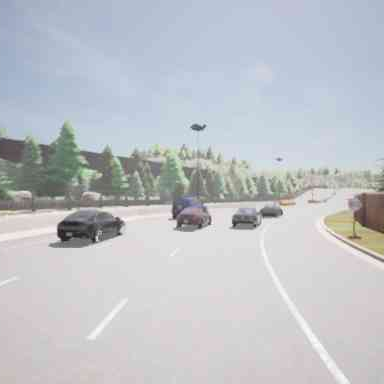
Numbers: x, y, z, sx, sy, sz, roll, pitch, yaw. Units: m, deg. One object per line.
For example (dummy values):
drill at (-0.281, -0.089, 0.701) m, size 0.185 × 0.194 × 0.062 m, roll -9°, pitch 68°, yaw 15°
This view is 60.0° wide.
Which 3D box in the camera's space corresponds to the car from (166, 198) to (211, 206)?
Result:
car at (-0.215, 1.657, 34.170) m, size 2.150 × 2.045 × 5.566 m, roll 0°, pitch -1°, yaw 21°

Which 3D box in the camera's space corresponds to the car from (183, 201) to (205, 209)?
car at (0.393, 2.281, 59.018) m, size 1.812 × 1.442 × 4.674 m, roll 0°, pitch -1°, yaw 30°

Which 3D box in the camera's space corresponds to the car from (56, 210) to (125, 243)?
car at (-5.061, 1.694, 17.294) m, size 1.837 × 1.490 × 4.892 m, roll 0°, pitch -1°, yaw 11°

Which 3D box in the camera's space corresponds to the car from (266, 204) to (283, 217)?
car at (9.084, 2.108, 37.947) m, size 1.994 × 1.385 × 4.181 m, roll 0°, pitch -1°, yaw 26°

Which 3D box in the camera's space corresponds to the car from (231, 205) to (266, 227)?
car at (4.324, 1.908, 25.962) m, size 2.033 × 1.411 × 5.357 m, roll 0°, pitch -1°, yaw 17°

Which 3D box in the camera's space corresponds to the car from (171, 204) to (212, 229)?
car at (0.206, 1.840, 24.436) m, size 1.812 × 1.442 × 4.674 m, roll 0°, pitch -1°, yaw 15°
